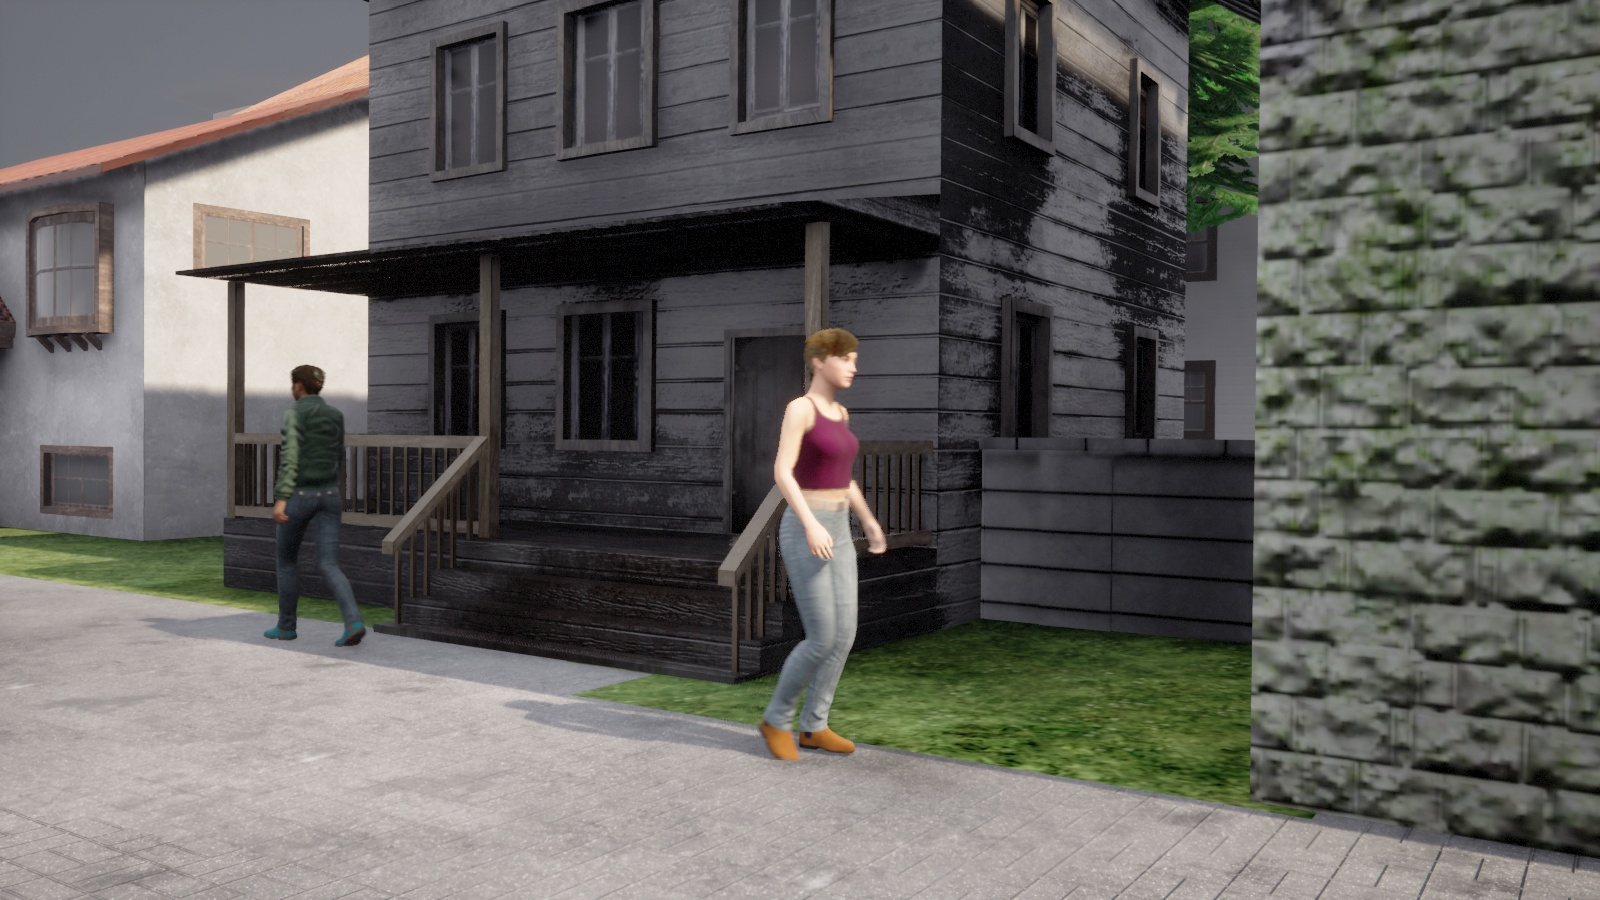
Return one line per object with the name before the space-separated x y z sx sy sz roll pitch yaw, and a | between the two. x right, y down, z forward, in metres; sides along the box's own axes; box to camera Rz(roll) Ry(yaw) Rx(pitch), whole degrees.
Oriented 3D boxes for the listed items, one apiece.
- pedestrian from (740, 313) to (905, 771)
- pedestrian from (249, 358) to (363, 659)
pedestrian | 0.093 0.367 5.337 0.594 1.836 0.345 0 1 36
pedestrian | -3.150 0.360 8.010 0.614 1.847 0.353 0 1 31
